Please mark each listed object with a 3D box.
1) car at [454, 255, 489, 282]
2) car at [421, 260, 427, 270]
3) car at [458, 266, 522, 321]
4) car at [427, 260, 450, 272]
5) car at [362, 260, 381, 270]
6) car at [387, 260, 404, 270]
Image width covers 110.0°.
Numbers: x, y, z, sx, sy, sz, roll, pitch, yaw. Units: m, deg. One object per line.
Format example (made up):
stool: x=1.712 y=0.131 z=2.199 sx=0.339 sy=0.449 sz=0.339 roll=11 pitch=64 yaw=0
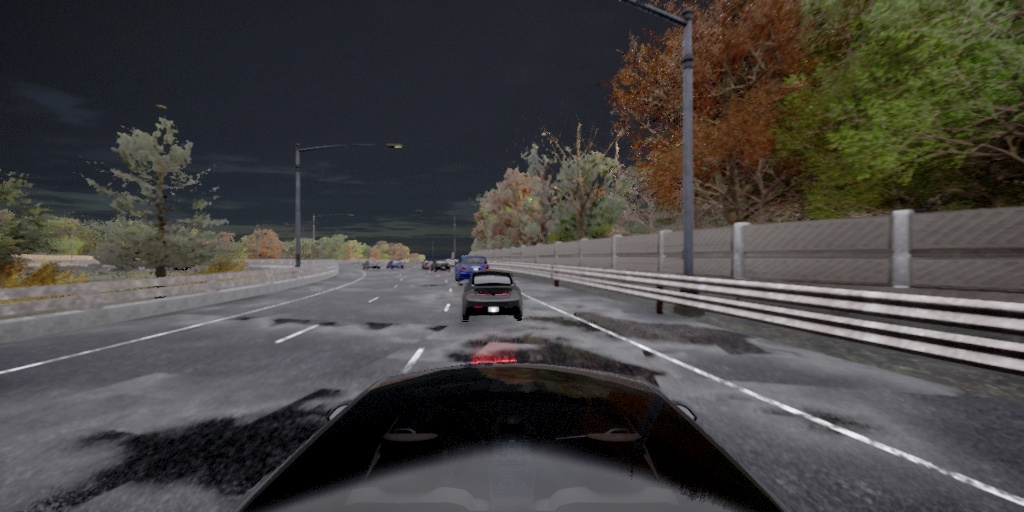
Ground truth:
car: x=-3.005 y=0.978 z=26.504 sx=2.150 sy=2.045 sz=5.566 roll=0 pitch=0 yaw=-13
car: x=-11.588 y=1.345 z=51.895 sx=1.994 sy=1.385 sz=4.181 roll=0 pitch=0 yaw=-20
car: x=-0.760 y=1.256 z=12.496 sx=1.837 sy=1.490 sz=4.892 roll=0 pitch=0 yaw=-6
car: x=-9.156 y=1.252 z=45.582 sx=1.882 sy=1.535 sz=5.008 roll=0 pitch=0 yaw=-22
car: x=-21.137 y=1.360 z=53.935 sx=2.033 sy=1.411 sz=5.357 roll=0 pitch=0 yaw=-32
car: x=-18.093 y=1.328 z=55.662 sx=1.812 sy=1.442 sz=4.674 roll=0 pitch=0 yaw=-32
